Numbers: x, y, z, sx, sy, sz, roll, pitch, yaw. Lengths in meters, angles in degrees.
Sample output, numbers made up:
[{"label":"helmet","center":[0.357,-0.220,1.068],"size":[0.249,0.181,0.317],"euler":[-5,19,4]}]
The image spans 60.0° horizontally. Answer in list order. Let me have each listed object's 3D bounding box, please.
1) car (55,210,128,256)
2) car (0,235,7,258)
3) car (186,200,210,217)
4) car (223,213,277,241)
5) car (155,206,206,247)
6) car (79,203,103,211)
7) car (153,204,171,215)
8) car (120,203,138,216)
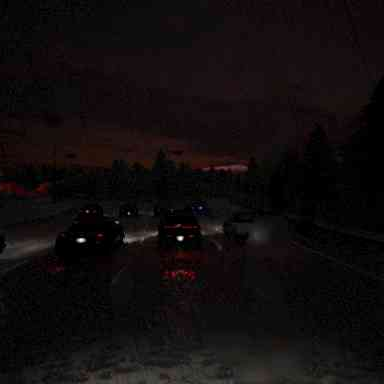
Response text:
[{"label":"car","center":[-4.003,1.670,13.595],"size":[1.994,1.385,4.181],"euler":[0,0,-4]},{"label":"car","center":[-7.223,1.681,9.361],"size":[1.895,1.301,4.718],"euler":[0,0,-3]},{"label":"car","center":[0.484,1.607,34.813],"size":[2.097,1.767,4.553],"euler":[0,0,-9]},{"label":"car","center":[2.814,1.725,17.421],"size":[1.895,1.301,4.718],"euler":[0,0,-4]},{"label":"car","center":[-0.659,1.622,15.797],"size":[1.837,1.490,4.892],"euler":[0,-1,-4]},{"label":"car","center":[-9.590,1.795,31.668],"size":[2.033,1.411,5.357],"euler":[0,0,-9]},{"label":"car","center":[-3.007,1.860,34.623],"size":[1.895,1.301,4.718],"euler":[0,0,-10]},{"label":"car","center":[-6.710,1.872,35.533],"size":[1.895,1.301,4.718],"euler":[0,0,-10]}]
